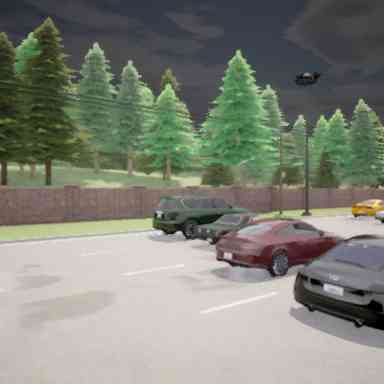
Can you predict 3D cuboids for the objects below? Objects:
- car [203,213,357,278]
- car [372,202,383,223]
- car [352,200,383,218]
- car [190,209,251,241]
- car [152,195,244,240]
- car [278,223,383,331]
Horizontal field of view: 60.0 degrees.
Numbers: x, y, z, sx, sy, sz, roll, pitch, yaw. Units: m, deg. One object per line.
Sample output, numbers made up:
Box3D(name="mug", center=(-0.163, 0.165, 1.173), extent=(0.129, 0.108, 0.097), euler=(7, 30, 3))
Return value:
Box3D(name="car", center=(2.814, 1.501, 10.071), extent=(4.674, 1.442, 1.812), euler=(0, 0, -36))
Box3D(name="car", center=(14.700, 1.523, 22.843), extent=(4.718, 1.301, 1.895), euler=(0, 0, -35))
Box3D(name="car", center=(15.240, 1.390, 27.526), extent=(5.008, 1.535, 1.882), euler=(0, 0, -35))
Box3D(name="car", center=(2.491, 1.569, 14.129), extent=(4.718, 1.301, 1.895), euler=(0, 0, -35))
Box3D(name="car", center=(0.654, 1.189, 17.117), extent=(5.566, 2.045, 2.150), euler=(0, 0, -35))
Box3D(name="car", center=(3.933, 1.543, 6.565), extent=(4.181, 1.385, 1.994), euler=(0, 0, -35))
